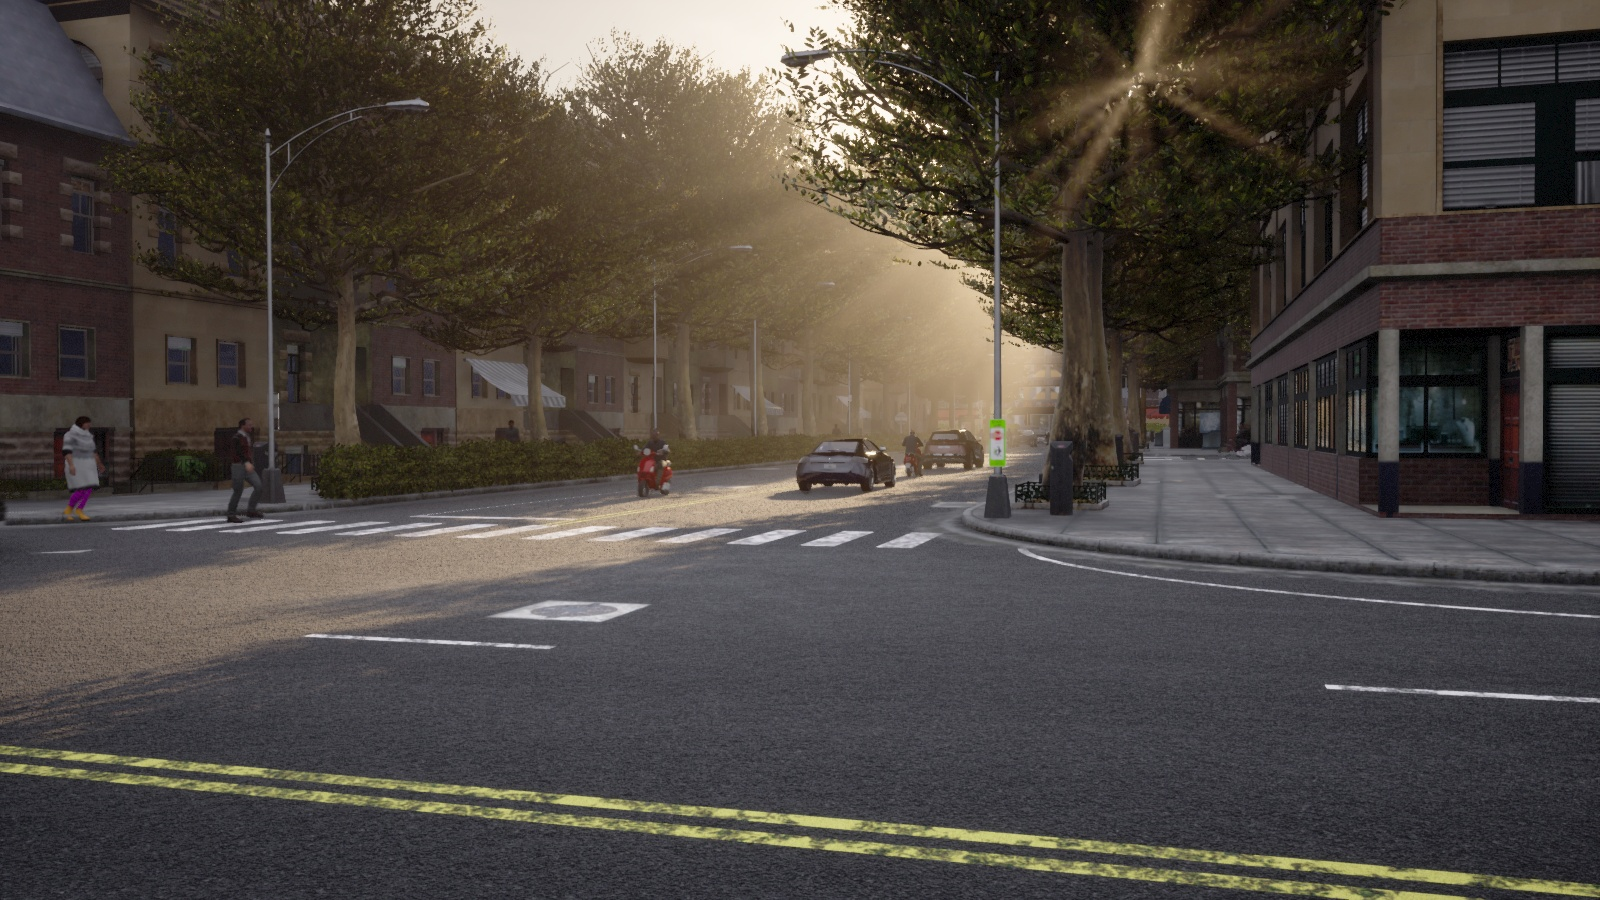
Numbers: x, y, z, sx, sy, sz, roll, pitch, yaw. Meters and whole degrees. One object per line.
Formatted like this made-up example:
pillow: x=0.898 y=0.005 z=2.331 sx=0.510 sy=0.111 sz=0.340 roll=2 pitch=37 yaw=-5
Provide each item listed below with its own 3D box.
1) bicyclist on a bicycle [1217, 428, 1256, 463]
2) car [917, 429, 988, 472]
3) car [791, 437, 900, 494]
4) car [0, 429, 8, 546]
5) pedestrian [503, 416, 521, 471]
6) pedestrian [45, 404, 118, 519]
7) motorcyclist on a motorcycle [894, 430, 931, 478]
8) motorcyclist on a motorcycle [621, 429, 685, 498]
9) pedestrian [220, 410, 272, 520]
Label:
bicyclist on a bicycle: x=22.477 y=-0.254 z=64.662 sx=1.843 sy=1.776 sz=0.659 roll=0 pitch=1 yaw=15
car: x=6.172 y=-0.027 z=50.369 sx=2.033 sy=1.649 sz=4.856 roll=0 pitch=1 yaw=16
car: x=1.294 y=0.359 z=33.529 sx=1.994 sy=1.385 sz=4.181 roll=0 pitch=1 yaw=16
car: x=-12.152 y=0.510 z=15.553 sx=3.705 sy=1.549 sz=1.789 roll=0 pitch=1 yaw=-23
pedestrian: x=-9.645 y=-0.226 z=42.060 sx=0.353 sy=1.847 sz=0.614 roll=0 pitch=1 yaw=10
pedestrian: x=-12.466 y=0.187 z=21.814 sx=0.873 sy=1.952 sz=0.659 roll=0 pitch=1 yaw=7
motorcyclist on a motorcycle: x=3.779 y=0.120 z=42.098 sx=0.866 sy=1.590 sz=1.817 roll=0 pitch=1 yaw=16
motorcyclist on a motorcycle: x=-3.466 y=0.291 z=29.698 sx=0.866 sy=1.590 sz=1.817 roll=0 pitch=1 yaw=16
pedestrian: x=-9.477 y=0.254 z=21.478 sx=0.720 sy=1.854 sz=0.376 roll=0 pitch=1 yaw=7
